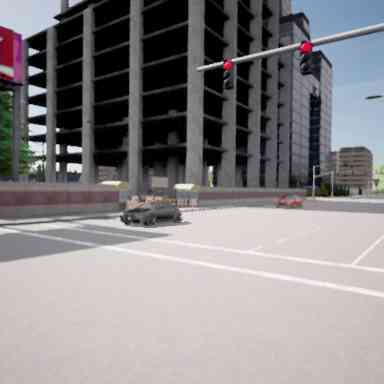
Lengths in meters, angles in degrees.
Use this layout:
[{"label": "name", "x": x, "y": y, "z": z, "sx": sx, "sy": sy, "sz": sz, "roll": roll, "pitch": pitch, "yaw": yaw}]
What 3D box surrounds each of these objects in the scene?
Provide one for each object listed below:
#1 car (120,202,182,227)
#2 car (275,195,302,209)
[{"label": "car", "x": -2.462, "y": 1.339, "z": 20.867, "sx": 1.994, "sy": 1.385, "sz": 4.181, "roll": 1, "pitch": 1, "yaw": 36}, {"label": "car", "x": 11.836, "y": 1.118, "z": 40.663, "sx": 2.097, "sy": 1.767, "sz": 4.553, "roll": 1, "pitch": 1, "yaw": 36}]
